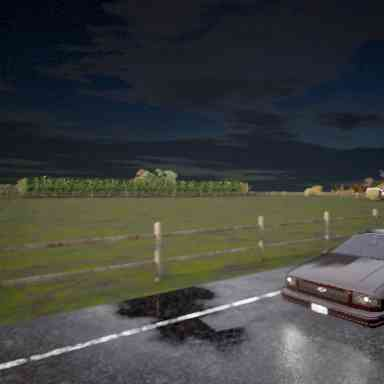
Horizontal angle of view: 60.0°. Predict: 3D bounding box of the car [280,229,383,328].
[{"bbox_3d":[4.265,1.532,7.029,5.357,1.411,2.033,0,0,-35],"label":"car"}]
